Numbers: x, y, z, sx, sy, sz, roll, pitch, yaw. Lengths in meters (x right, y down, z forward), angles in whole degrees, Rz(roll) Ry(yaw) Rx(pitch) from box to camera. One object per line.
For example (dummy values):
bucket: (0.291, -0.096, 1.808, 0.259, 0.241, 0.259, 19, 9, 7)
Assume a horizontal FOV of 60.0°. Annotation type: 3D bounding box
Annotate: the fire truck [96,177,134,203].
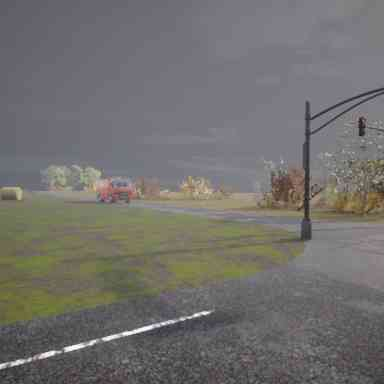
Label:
fire truck: (-11.764, -0.357, 50.031, 2.891, 3.827, 8.468, 1, 0, -32)
